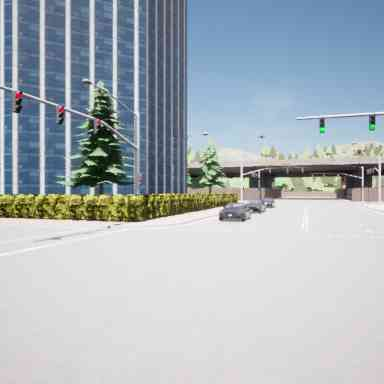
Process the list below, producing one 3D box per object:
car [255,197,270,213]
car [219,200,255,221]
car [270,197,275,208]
[{"bbox_3d":[7.062,1.547,36.975,2.033,1.411,5.357,0,0,19],"label":"car"},{"bbox_3d":[3.540,1.564,26.925,1.994,1.385,4.181,0,0,19],"label":"car"},{"bbox_3d":[10.656,1.492,47.154,2.128,1.511,4.902,0,0,20],"label":"car"}]
